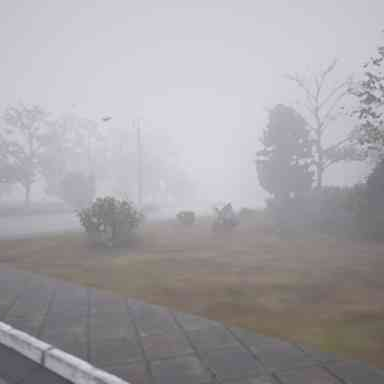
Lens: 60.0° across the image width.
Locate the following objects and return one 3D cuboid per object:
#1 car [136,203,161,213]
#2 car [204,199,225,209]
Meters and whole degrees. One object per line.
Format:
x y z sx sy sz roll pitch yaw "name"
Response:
-5.838 1.939 39.963 1.895 1.301 4.718 -2 -1 32 "car"
3.796 1.970 55.139 2.128 1.511 4.902 -2 -1 32 "car"
